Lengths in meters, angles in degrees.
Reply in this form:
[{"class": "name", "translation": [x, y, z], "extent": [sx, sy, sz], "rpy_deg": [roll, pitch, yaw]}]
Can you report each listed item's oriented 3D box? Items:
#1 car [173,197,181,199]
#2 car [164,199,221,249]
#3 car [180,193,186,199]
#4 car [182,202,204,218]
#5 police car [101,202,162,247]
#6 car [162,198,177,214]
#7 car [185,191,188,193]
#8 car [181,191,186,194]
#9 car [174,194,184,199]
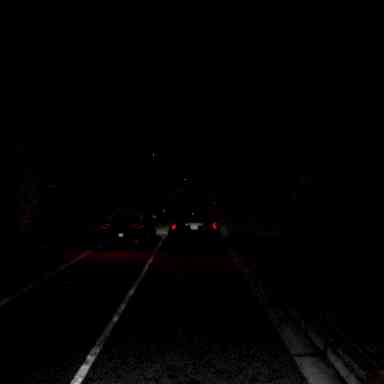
[{"class": "car", "translation": [-2.644, 1.602, 38.724], "extent": [1.947, 1.339, 4.313], "rpy_deg": [0, 0, 0]}, {"class": "car", "translation": [0.092, 1.387, 14.910], "extent": [2.097, 1.767, 4.553], "rpy_deg": [0, 0, 0]}, {"class": "car", "translation": [-2.640, 1.389, 60.875], "extent": [1.947, 1.339, 4.313], "rpy_deg": [0, 1, 0]}, {"class": "car", "translation": [0.095, 1.654, 31.595], "extent": [1.895, 1.301, 4.718], "rpy_deg": [0, 0, 0]}, {"class": "police car", "translation": [-2.751, 1.461, 15.461], "extent": [1.930, 1.638, 5.238], "rpy_deg": [0, 0, 0]}, {"class": "car", "translation": [-2.646, 1.618, 33.183], "extent": [1.947, 1.339, 4.313], "rpy_deg": [0, 0, 0]}, {"class": "car", "translation": [-2.638, 1.060, 83.020], "extent": [2.008, 1.369, 4.403], "rpy_deg": [1, 1, 0]}, {"class": "car", "translation": [-2.639, 1.196, 66.407], "extent": [1.967, 1.590, 4.097], "rpy_deg": [0, 1, 0]}, {"class": "car", "translation": [-2.640, 1.472, 55.343], "extent": [1.802, 1.307, 4.206], "rpy_deg": [0, 1, 0]}]
